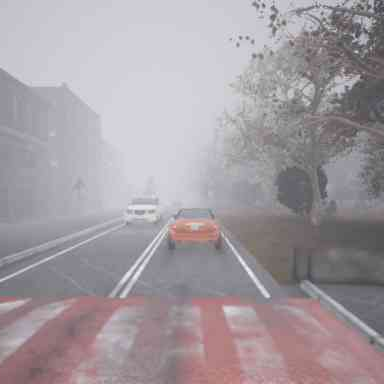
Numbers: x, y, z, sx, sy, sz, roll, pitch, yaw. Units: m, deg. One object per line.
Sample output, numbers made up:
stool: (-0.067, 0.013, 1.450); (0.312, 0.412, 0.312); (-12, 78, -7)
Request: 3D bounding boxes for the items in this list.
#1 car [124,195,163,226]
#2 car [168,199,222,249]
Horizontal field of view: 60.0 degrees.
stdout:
car: (-3.317, 1.256, 23.916); (2.150, 2.045, 5.566); (0, 0, 0)
car: (0.112, 1.373, 14.789); (2.097, 1.767, 4.553); (0, 0, 0)
